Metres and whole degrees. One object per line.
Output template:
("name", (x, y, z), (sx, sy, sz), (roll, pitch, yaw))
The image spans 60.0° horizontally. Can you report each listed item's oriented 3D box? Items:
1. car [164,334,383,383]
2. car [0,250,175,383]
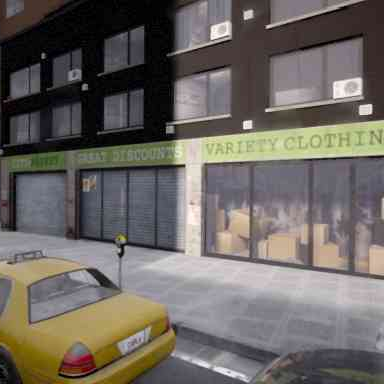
("car", (2.239, 1.551, 1.527), (4.403, 1.369, 2.008), (0, 1, 35))
("car", (-2.499, 1.524, 4.796), (4.829, 1.417, 1.752), (0, 1, 35))
